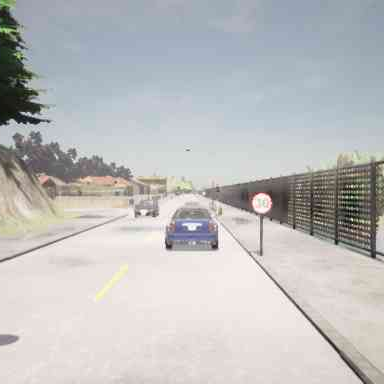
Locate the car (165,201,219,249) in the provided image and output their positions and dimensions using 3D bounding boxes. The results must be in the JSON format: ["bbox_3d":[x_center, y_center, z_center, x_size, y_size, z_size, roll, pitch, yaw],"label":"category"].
[{"bbox_3d":[0.000,1.364,14.620,2.097,1.767,4.553,0,0,0],"label":"car"}]

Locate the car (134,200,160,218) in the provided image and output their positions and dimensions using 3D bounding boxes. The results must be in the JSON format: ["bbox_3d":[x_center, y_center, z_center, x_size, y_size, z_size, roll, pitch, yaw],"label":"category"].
[{"bbox_3d":[-4.000,1.519,30.010,2.128,1.511,4.902,0,0,0],"label":"car"}]

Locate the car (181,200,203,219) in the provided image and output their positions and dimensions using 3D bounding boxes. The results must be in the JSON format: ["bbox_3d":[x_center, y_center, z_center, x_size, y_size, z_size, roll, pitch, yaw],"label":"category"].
[{"bbox_3d":[0.000,1.531,29.650,1.812,1.442,4.674,0,0,0],"label":"car"}]
